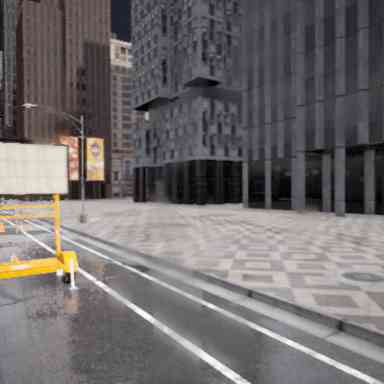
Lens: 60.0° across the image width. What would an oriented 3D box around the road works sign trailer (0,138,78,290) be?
[{"bbox_3d":[-4.372,0.488,8.328,2.380,3.560,2.880,-1,0,-33],"label":"road works sign trailer"}]
